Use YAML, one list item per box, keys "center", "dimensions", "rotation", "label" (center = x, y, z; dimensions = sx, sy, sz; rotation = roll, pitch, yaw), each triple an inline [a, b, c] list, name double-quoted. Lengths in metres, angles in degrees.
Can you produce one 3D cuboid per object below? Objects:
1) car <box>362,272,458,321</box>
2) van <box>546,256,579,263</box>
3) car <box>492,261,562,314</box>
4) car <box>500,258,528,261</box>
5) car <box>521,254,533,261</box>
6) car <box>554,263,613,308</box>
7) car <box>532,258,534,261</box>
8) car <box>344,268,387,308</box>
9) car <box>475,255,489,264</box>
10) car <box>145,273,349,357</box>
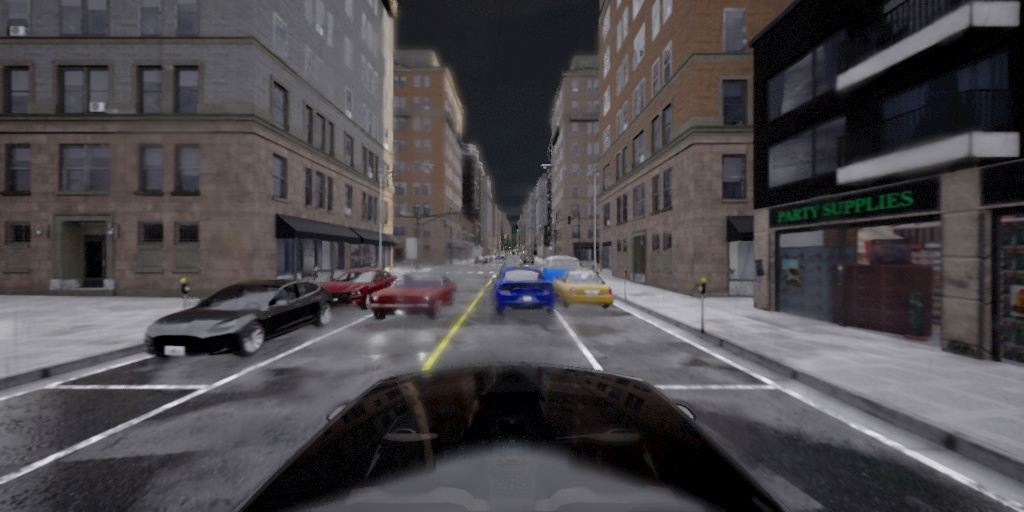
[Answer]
- center: [-3.101, 1.248, 12.181]
  dimensions: [1.895, 1.301, 4.718]
  rotation: [0, 1, 0]
  label: "car"
- center: [2.665, 0.913, 19.754]
  dimensions: [1.690, 1.789, 3.998]
  rotation: [0, 0, 0]
  label: "van"
- center: [0.317, 1.114, 13.233]
  dimensions: [1.882, 1.535, 5.008]
  rotation: [0, 1, -4]
  label: "car"
- center: [0.088, 1.077, 29.501]
  dimensions: [1.895, 1.301, 4.718]
  rotation: [0, 1, 0]
  label: "car"
- center: [2.968, 0.707, 63.089]
  dimensions: [1.948, 1.339, 4.313]
  rotation: [0, 0, 1]
  label: "car"
- center: [2.666, 1.154, 14.251]
  dimensions: [1.751, 1.417, 4.829]
  rotation: [0, 0, 0]
  label: "car"
- center: [2.663, 1.042, 25.597]
  dimensions: [1.751, 1.417, 4.829]
  rotation: [0, 0, 0]
  label: "car"
- center: [-5.860, 1.174, 14.081]
  dimensions: [1.888, 1.381, 4.507]
  rotation: [0, 0, 0]
  label: "car"
- center: [-5.557, 0.723, 63.192]
  dimensions: [1.802, 1.307, 4.207]
  rotation: [0, 0, 1]
  label: "car"
- center: [-5.859, 1.250, 8.409]
  dimensions: [1.948, 1.339, 4.313]
  rotation: [0, 0, 0]
  label: "car"
